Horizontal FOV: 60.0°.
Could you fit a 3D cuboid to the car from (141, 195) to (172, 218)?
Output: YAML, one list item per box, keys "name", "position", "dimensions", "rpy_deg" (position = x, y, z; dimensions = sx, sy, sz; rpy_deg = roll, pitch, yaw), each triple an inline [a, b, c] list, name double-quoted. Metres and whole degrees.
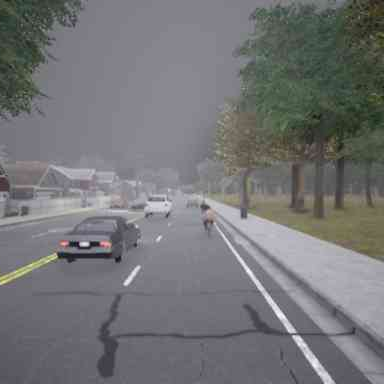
- name: "car"
  position: [-3.139, 1.313, 31.736]
  dimensions: [2.150, 2.045, 5.566]
  rpy_deg: [0, 0, 0]

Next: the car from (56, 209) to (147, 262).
- name: "car"
  position: [-3.145, 1.582, 12.236]
  dimensions: [2.033, 1.411, 5.357]
  rpy_deg: [0, 0, 0]

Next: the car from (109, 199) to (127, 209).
- name: "car"
  position: [-9.818, 1.701, 45.212]
  dimensions: [1.994, 1.385, 4.181]
  rpy_deg: [0, 0, 0]

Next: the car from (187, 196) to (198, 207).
- name: "car"
  position: [0.069, 1.713, 53.951]
  dimensions: [2.033, 1.411, 5.357]
  rpy_deg: [0, 0, 1]

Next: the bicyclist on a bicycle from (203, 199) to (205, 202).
- name: "bicyclist on a bicycle"
  position: [0.903, 1.442, 25.200]
  dimensions: [0.659, 1.776, 1.843]
  rpy_deg: [0, 0, 0]

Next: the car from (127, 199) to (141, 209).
- name: "car"
  position: [-6.574, 1.604, 42.234]
  dimensions: [1.882, 1.535, 5.008]
  rpy_deg: [0, 0, 0]

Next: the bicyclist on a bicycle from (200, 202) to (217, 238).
- name: "bicyclist on a bicycle"
  position: [0.866, 1.485, 17.000]
  dimensions: [0.866, 1.612, 1.509]
  rpy_deg: [0, -1, 1]

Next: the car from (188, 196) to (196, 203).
- name: "car"
  position: [0.020, 1.709, 74.720]
  dimensions: [1.882, 1.535, 5.008]
  rpy_deg: [0, 0, 0]
